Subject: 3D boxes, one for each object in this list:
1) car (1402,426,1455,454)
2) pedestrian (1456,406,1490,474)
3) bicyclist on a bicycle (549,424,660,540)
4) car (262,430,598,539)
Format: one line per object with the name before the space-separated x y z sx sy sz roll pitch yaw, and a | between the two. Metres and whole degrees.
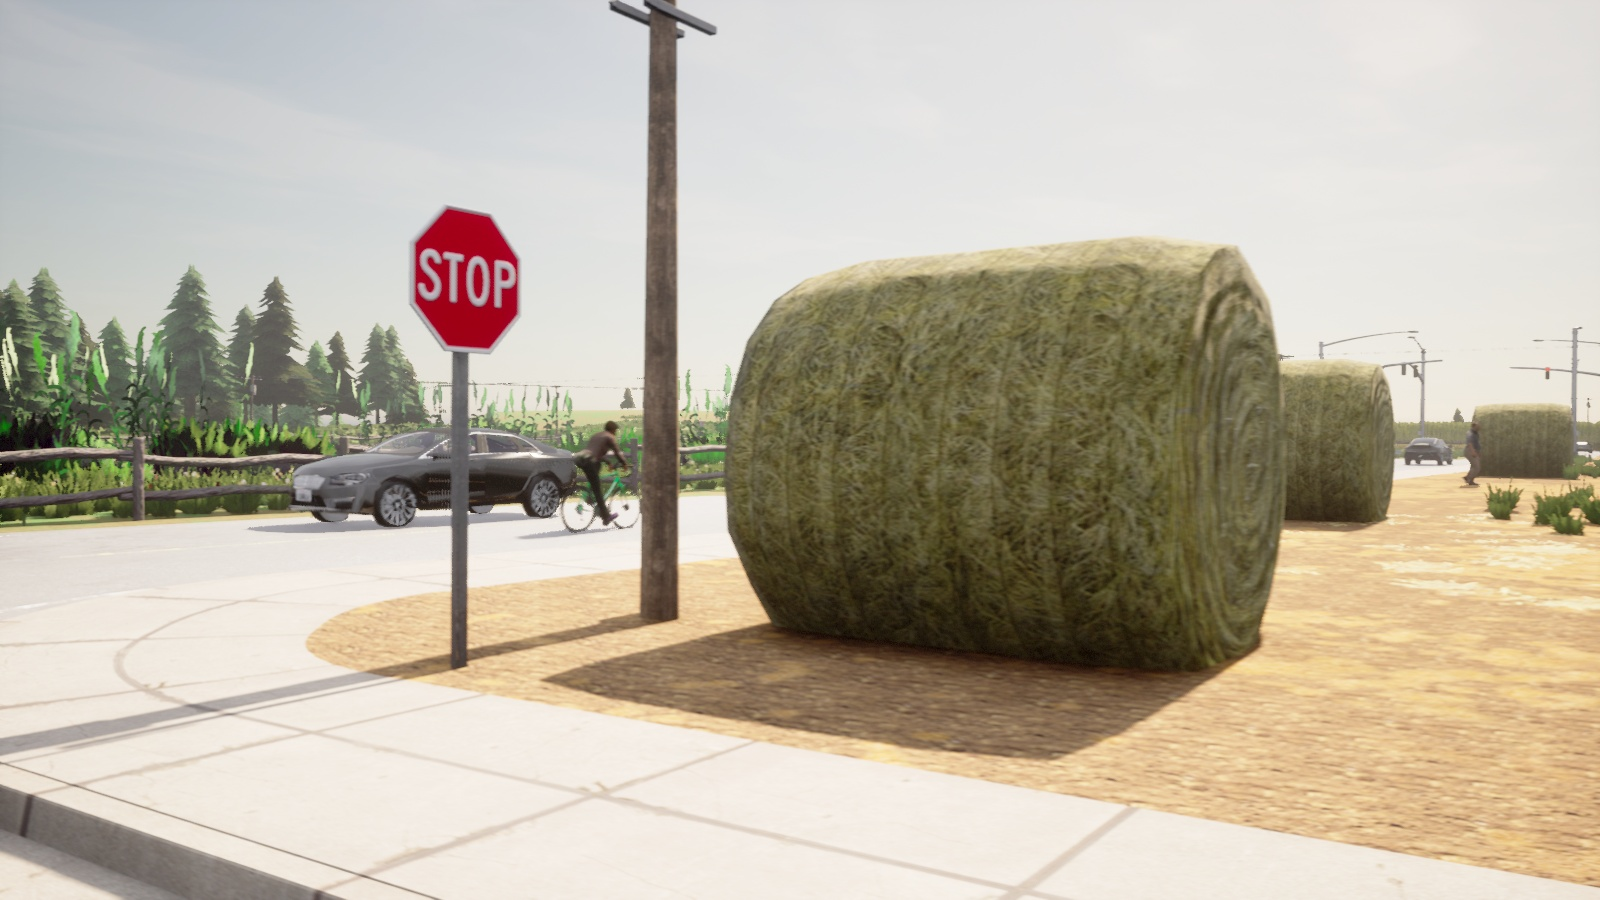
car | 34.858 -0.549 69.567 1.837 1.490 4.892 0 1 36
pedestrian | 18.291 -0.275 34.134 0.540 1.848 0.694 -1 1 -44
bicyclist on a bicycle | -2.842 0.445 18.373 0.582 1.620 1.656 0 1 36
car | -5.789 0.455 20.273 2.128 1.511 4.902 0 1 36
